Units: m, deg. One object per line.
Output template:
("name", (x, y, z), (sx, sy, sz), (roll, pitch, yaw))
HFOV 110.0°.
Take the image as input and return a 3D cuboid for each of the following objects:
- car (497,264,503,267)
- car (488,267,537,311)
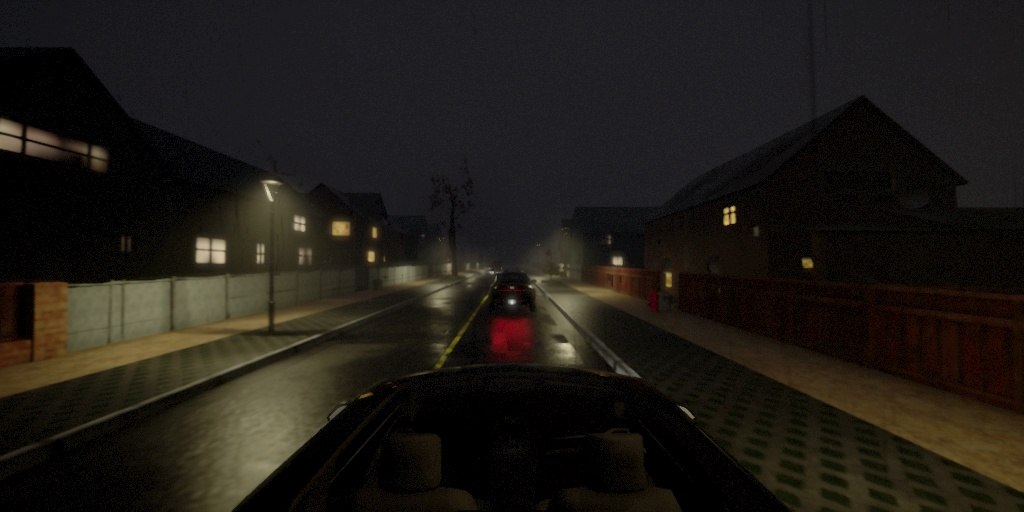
("car", (0.017, 1.659, 30.230), (1.994, 1.385, 4.181), (0, -1, 0))
("car", (0.019, 1.416, 15.363), (1.837, 1.490, 4.892), (0, 0, 0))
